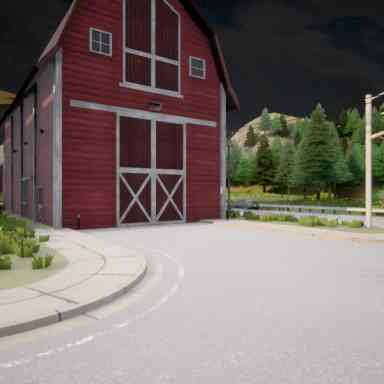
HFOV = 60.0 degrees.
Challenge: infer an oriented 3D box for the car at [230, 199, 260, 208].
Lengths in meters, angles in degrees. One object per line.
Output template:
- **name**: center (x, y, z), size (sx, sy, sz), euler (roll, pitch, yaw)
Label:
- **car**: center (6.509, 1.590, 42.000), size (1.994, 1.385, 4.181), euler (0, 0, -35)
